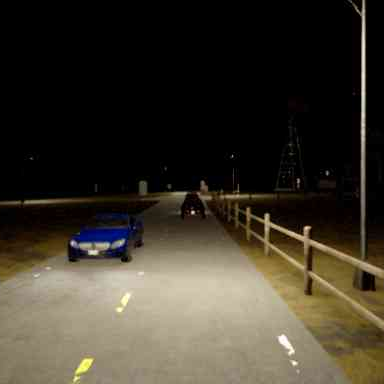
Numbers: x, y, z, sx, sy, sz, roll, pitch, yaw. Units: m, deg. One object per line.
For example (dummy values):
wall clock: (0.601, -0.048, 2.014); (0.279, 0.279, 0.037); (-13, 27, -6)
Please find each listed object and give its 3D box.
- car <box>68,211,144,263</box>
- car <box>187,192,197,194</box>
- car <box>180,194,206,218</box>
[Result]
car: (-2.834, 1.460, 11.888); (1.812, 1.442, 4.674); (0, 1, 0)
car: (0.017, 0.770, 44.112); (1.882, 1.535, 5.008); (0, 2, 0)
car: (0.073, 1.223, 26.909); (1.837, 1.490, 4.892); (0, 1, 0)
